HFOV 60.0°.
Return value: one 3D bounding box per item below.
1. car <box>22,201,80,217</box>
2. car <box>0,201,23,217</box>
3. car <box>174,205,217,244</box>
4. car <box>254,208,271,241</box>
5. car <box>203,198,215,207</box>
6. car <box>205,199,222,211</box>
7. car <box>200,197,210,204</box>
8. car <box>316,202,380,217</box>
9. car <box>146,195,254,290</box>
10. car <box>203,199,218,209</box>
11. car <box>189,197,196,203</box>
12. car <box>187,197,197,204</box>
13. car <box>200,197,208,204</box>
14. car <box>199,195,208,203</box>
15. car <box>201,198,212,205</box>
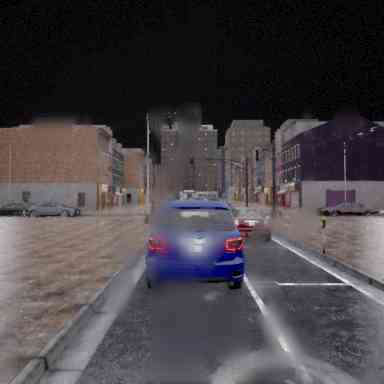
[{"bbox_3d":[-11.934,1.590,28.895,4.181,1.385,1.994,0,-2,0],"label":"car"},{"bbox_3d":[-16.967,1.660,31.886,4.892,1.490,1.837,0,-2,0],"label":"car"},{"bbox_3d":[0.118,1.499,17.015,1.882,1.535,5.008,0,0,-1],"label":"car"},{"bbox_3d":[2.683,1.462,16.829,1.967,1.590,4.097,2,0,0],"label":"car"},{"bbox_3d":[2.729,1.715,54.619,1.752,1.417,4.829,1,0,0],"label":"car"},{"bbox_3d":[2.714,1.683,43.576,1.947,1.339,4.313,1,0,0],"label":"car"},{"bbox_3d":[2.750,1.857,70.932,1.752,1.417,4.829,1,-1,0],"label":"car"},{"bbox_3d":[14.756,1.621,31.606,5.357,1.411,2.033,0,-2,3],"label":"car"},{"bbox_3d":[0.053,1.230,9.234,2.150,2.045,5.566,0,0,-1],"label":"car"},{"bbox_3d":[2.720,1.717,49.012,1.947,1.339,4.313,1,0,0],"label":"car"},{"bbox_3d":[0.114,1.969,84.401,1.837,1.490,4.892,0,-1,0],"label":"car"},{"bbox_3d":[0.101,1.884,73.836,2.128,1.511,4.902,0,-1,0],"label":"car"},{"bbox_3d":[2.758,1.910,76.369,1.752,1.417,4.829,1,-1,0],"label":"car"},{"bbox_3d":[2.769,1.754,81.640,2.192,1.841,5.009,1,-1,0],"label":"car"},{"bbox_3d":[2.742,1.845,65.324,1.947,1.339,4.313,1,-1,0],"label":"car"}]
